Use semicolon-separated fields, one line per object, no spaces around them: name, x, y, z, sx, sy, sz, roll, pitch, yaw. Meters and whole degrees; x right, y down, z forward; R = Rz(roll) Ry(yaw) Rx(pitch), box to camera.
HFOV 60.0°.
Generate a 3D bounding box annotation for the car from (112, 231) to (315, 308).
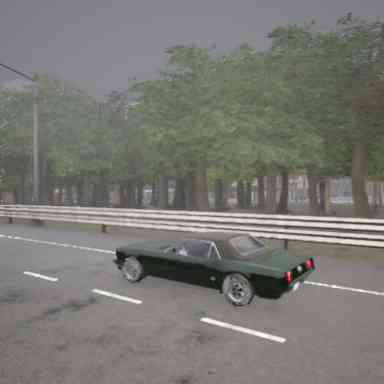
car;0.281;1.605;7.968;4.718;1.301;1.895;0;0;35
